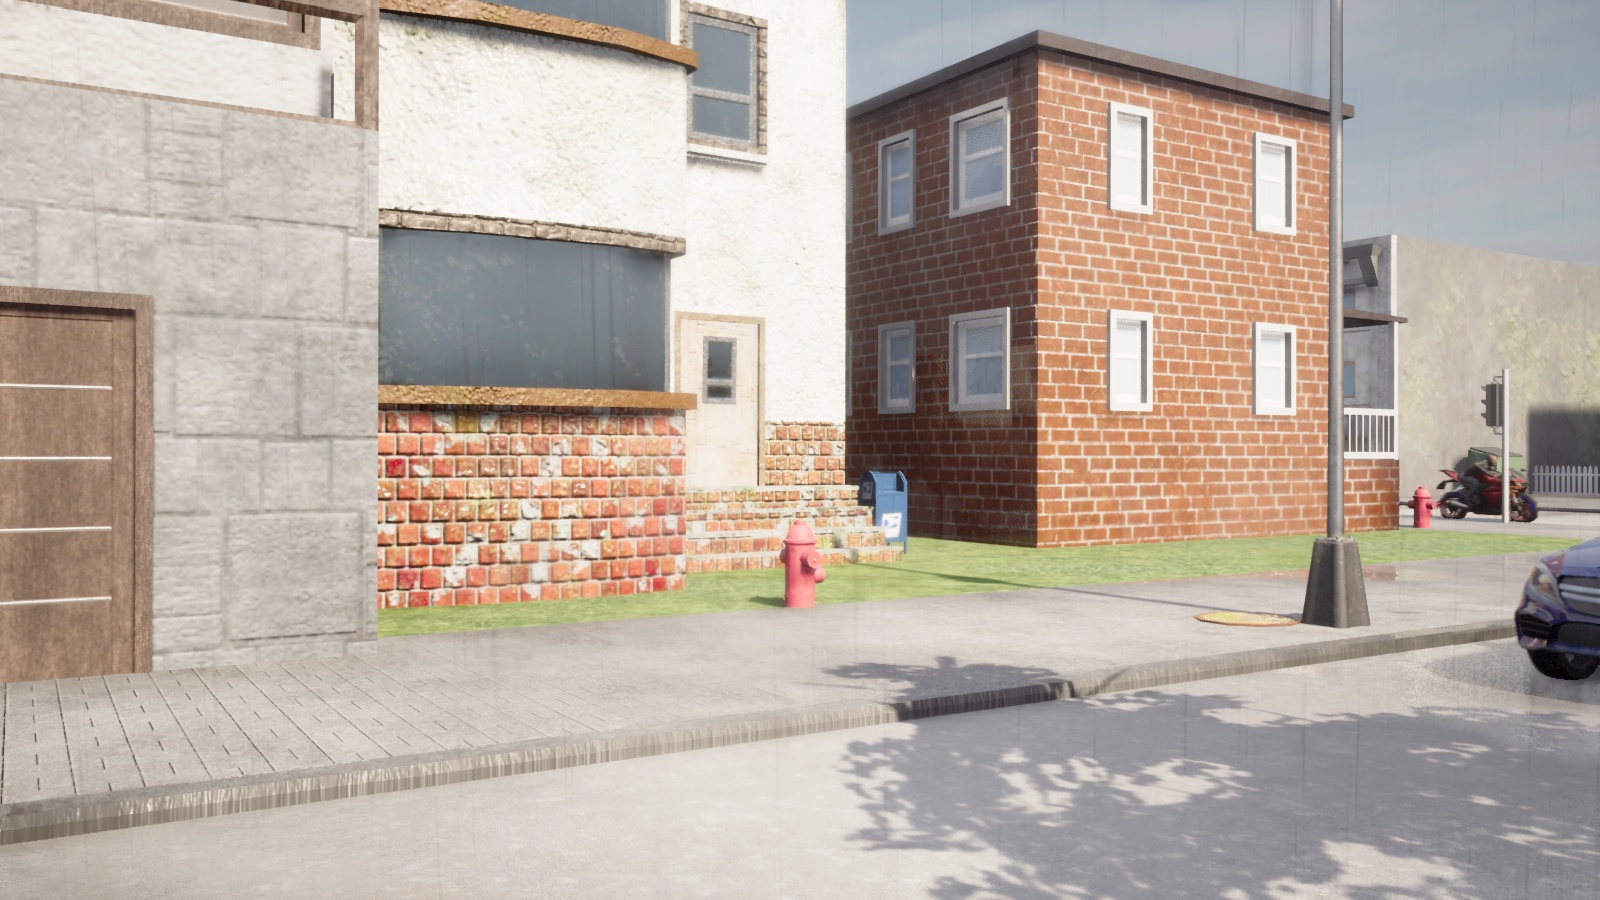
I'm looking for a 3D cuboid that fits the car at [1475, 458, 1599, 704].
[{"bbox_3d":[6.813,0.777,8.421,4.674,1.442,1.812,0,0,-30],"label":"car"}]

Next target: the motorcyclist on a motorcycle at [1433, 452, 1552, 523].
[{"bbox_3d":[15.513,0.816,28.184,0.866,1.530,2.191,0,0,-32],"label":"motorcyclist on a motorcycle"}]

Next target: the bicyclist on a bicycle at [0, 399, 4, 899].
[{"bbox_3d":[-2.570,0.693,2.635,1.509,1.612,0.866,0,0,-32],"label":"bicyclist on a bicycle"}]
